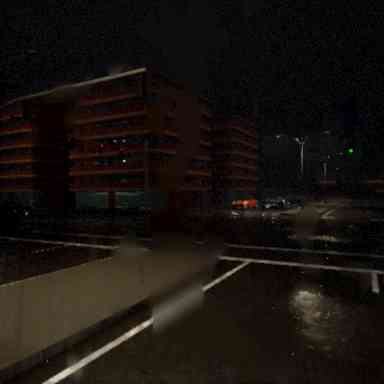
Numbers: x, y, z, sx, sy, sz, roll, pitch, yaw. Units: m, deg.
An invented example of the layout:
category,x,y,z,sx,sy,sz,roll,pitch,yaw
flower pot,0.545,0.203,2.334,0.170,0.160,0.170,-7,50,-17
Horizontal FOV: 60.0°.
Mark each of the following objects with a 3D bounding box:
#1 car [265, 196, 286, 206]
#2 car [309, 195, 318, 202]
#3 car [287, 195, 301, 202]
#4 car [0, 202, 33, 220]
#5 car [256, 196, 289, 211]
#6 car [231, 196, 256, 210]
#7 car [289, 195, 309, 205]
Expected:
category,x,y,z,sx,sy,sz,roll,pitch,yaw
car,13.863,1.409,54.936,2.033,1.411,5.357,-1,0,28
car,23.940,1.280,66.579,2.128,1.511,4.902,-1,0,28
car,21.053,1.366,68.611,1.895,1.301,4.718,-1,0,28
car,-16.539,1.657,30.001,4.902,1.511,2.128,-1,0,27
car,9.558,1.396,39.195,2.128,1.511,4.902,-1,0,28
car,6.451,1.288,40.810,2.097,1.767,4.553,-1,0,28
car,16.909,1.432,53.221,1.895,1.301,4.718,-1,0,28
